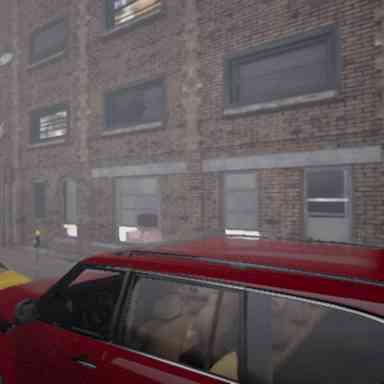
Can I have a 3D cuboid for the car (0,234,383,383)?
[{"bbox_3d":[-0.089,1.331,2.939,5.009,1.841,2.192,-1,-1,35],"label":"car"}]
